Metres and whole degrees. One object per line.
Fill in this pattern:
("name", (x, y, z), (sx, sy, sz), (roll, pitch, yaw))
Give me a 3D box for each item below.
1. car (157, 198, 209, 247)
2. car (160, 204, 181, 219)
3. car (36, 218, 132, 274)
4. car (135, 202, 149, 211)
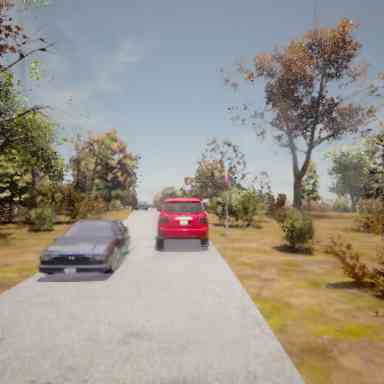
("car", (-0.489, 1.315, 15.702), (2.150, 2.045, 5.566), (0, -1, -4))
("car", (-2.267, 1.939, 33.720), (1.895, 1.301, 4.718), (0, -1, -7))
("car", (-3.154, 1.599, 10.966), (2.033, 1.411, 5.357), (0, 0, -3))
("car", (-7.994, 2.287, 53.229), (1.994, 1.385, 4.181), (0, -1, -8))
